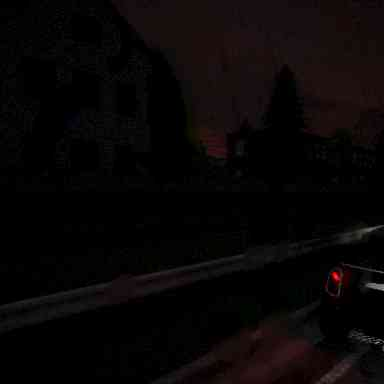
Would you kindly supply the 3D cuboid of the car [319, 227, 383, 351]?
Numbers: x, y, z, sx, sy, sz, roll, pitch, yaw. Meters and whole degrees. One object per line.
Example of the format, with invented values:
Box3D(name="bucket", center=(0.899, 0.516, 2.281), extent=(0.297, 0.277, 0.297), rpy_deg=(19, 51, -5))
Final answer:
Box3D(name="car", center=(3.961, 1.319, 5.410), extent=(4.553, 1.767, 2.097), rpy_deg=(0, 2, -44))
